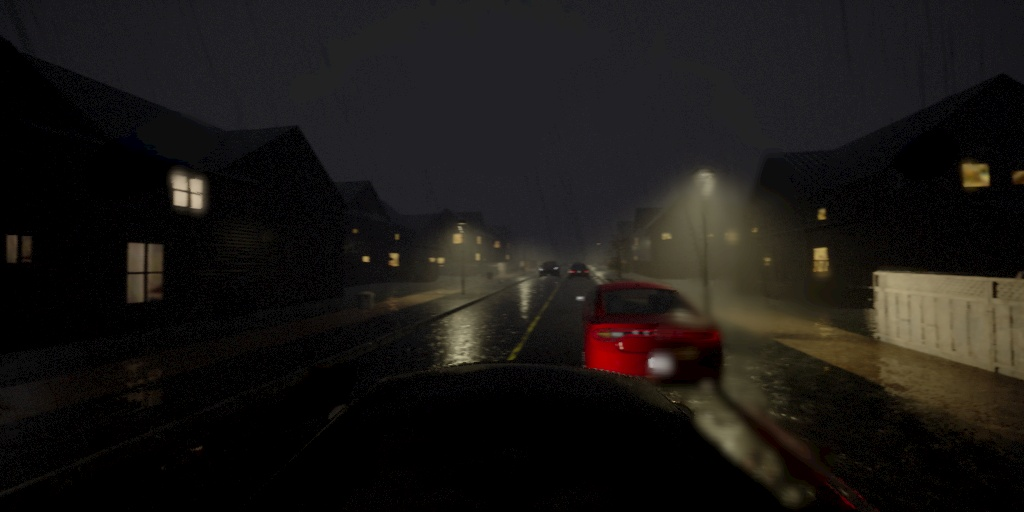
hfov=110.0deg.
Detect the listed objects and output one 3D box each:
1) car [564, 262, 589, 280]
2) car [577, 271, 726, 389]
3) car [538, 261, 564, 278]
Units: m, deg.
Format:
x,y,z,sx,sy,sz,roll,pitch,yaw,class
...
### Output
x,y,z,sx,sy,sz,roll,pitch,yaw,class
6.258,1.425,33.606,2.033,1.411,5.357,-1,0,10,car
2.311,1.220,6.960,1.882,1.535,5.008,-1,0,10,car
3.985,1.311,37.489,2.097,1.767,4.553,-1,-1,10,car
